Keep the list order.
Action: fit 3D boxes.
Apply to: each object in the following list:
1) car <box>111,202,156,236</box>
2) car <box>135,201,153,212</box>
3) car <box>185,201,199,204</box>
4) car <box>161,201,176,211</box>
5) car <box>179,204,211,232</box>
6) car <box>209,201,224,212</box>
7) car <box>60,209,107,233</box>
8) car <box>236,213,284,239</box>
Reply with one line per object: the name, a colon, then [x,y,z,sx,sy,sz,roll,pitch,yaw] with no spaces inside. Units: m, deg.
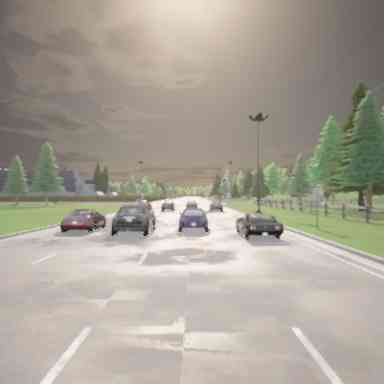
car: [-3.407,1.570,20.142,2.097,1.767,4.553,0,-1,0]
car: [-7.013,2.096,49.197,1.994,1.385,4.181,0,-1,0]
car: [-0.014,2.061,49.475,1.812,1.442,4.674,0,0,0]
car: [-3.516,2.026,49.291,2.128,1.511,4.902,0,-1,0]
car: [0.093,1.764,21.997,1.812,1.442,4.674,0,0,0]
car: [3.484,2.068,48.091,2.033,1.411,5.357,0,-1,0]
car: [-6.907,1.799,21.588,1.994,1.385,4.181,0,-1,0]
car: [3.593,1.803,18.534,1.895,1.301,4.718,0,-1,0]
